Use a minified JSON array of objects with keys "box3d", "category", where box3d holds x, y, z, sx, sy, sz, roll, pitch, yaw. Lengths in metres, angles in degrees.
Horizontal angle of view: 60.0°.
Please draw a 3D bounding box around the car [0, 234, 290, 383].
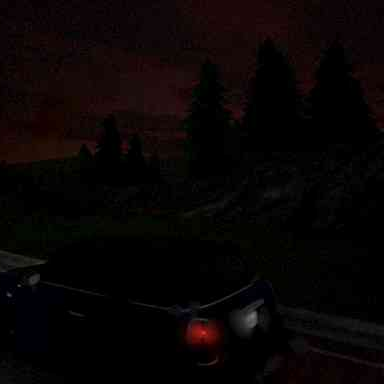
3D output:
[{"box3d":[-1.100,1.396,4.722,4.553,1.767,2.097,-1,-1,36],"category":"car"}]
